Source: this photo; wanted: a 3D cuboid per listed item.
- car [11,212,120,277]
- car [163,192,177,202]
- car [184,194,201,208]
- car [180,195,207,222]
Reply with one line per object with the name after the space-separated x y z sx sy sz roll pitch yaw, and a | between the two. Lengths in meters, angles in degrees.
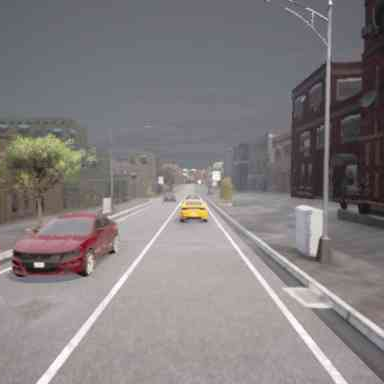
-3.596 1.435 10.329 1.882 1.535 5.008 0 0 0 | car
-3.521 0.822 53.300 1.837 1.490 4.892 0 1 1 | car
0.099 1.068 41.656 2.033 1.411 5.357 0 1 0 | car
0.107 1.285 24.709 1.882 1.535 5.008 0 1 0 | car
